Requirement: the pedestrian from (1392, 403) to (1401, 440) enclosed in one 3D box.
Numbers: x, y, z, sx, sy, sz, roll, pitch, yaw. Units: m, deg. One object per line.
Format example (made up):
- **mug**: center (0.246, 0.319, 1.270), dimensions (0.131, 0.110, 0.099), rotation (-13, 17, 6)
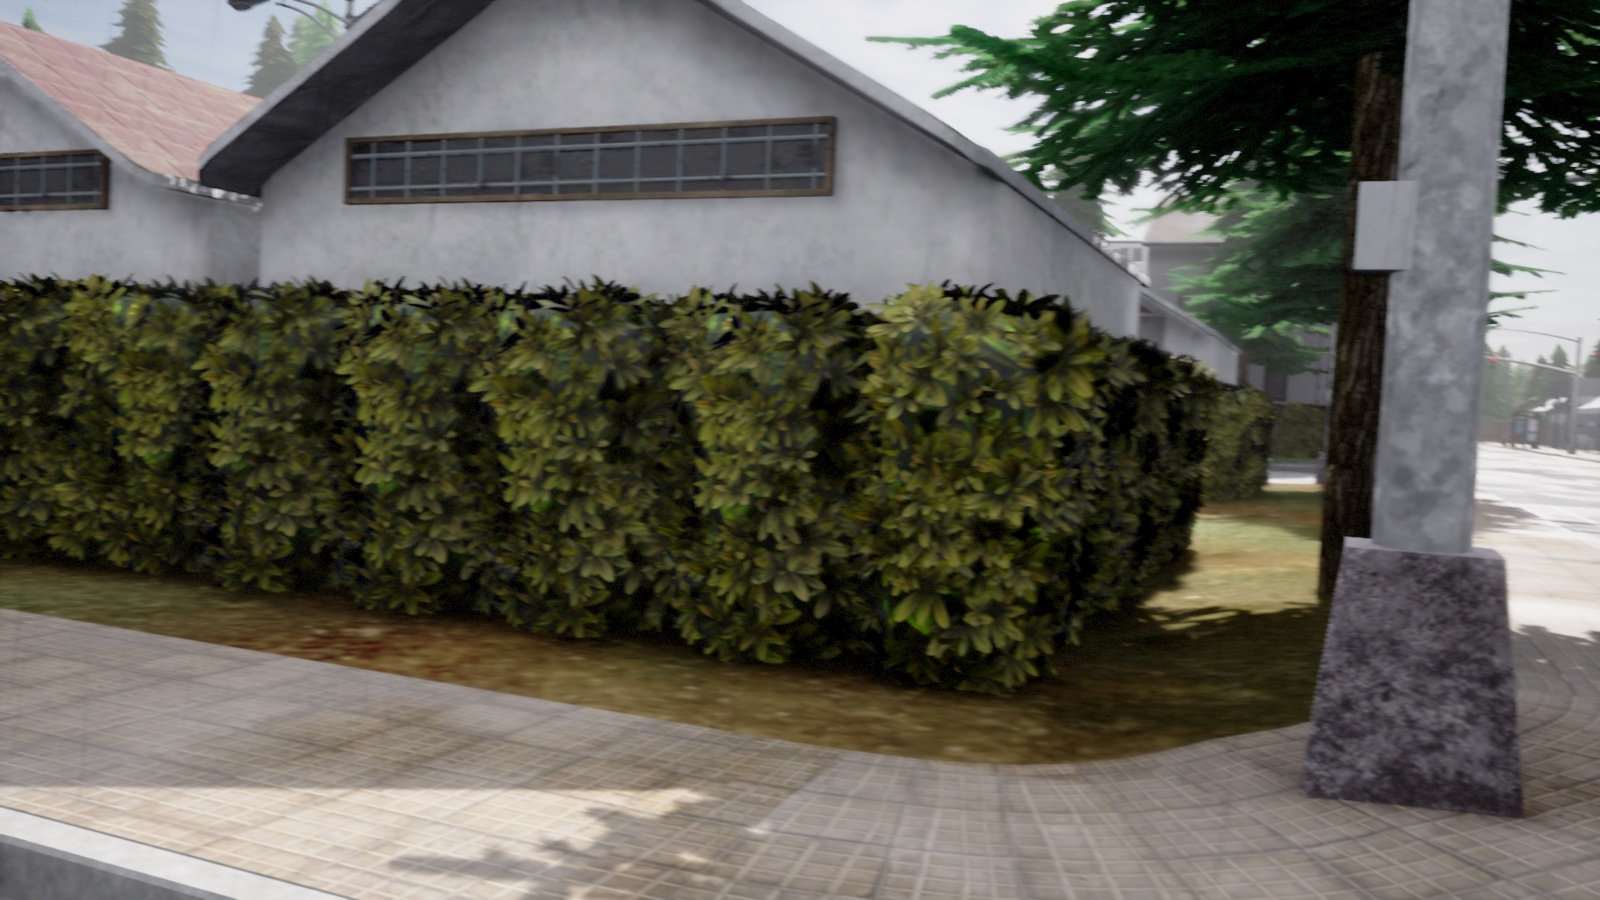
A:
- **pedestrian**: center (29.656, -1.429, 62.438), dimensions (0.345, 1.836, 0.594), rotation (3, 3, 24)
